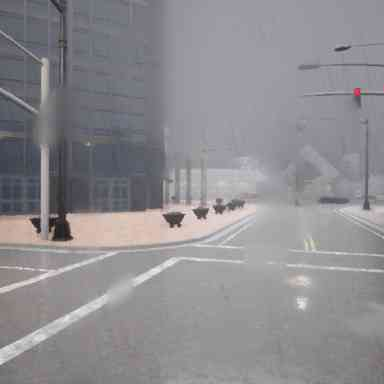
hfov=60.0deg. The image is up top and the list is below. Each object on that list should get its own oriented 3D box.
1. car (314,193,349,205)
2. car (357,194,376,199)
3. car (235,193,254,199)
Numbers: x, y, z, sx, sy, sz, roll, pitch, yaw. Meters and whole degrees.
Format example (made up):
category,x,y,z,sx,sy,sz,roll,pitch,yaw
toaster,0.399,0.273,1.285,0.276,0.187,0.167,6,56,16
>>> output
category,x,y,z,sx,sy,sz,roll,pitch,yaw
car,23.694,1.377,55.737,4.902,1.511,2.128,0,1,9
car,43.727,1.379,83.855,1.837,1.490,4.892,0,0,-27
car,14.004,1.059,91.426,4.553,1.767,2.097,0,0,-36
